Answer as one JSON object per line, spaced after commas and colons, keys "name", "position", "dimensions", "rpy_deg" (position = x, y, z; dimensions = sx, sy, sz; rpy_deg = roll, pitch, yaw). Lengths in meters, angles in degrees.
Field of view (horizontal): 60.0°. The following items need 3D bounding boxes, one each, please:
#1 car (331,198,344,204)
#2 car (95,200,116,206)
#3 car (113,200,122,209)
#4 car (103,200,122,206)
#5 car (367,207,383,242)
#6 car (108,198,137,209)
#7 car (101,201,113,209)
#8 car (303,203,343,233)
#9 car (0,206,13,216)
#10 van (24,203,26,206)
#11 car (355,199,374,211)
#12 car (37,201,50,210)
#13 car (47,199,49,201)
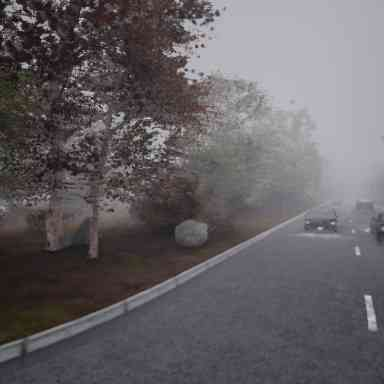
{"name": "car", "position": [25.370, 1.695, 57.962], "dimensions": [2.033, 1.411, 5.357], "rpy_deg": [0, 0, 25]}
{"name": "car", "position": [-22.247, 2.782, 85.521], "dimensions": [4.792, 1.488, 2.163], "rpy_deg": [0, 0, 25]}
{"name": "car", "position": [-17.044, 2.671, 65.553], "dimensions": [5.008, 1.535, 2.097], "rpy_deg": [0, 0, 25]}
{"name": "car", "position": [-21.105, 2.785, 88.086], "dimensions": [4.674, 1.452, 2.002], "rpy_deg": [0, 0, 25]}
{"name": "car", "position": [9.990, 1.660, 16.454], "dimensions": [1.895, 1.301, 4.718], "rpy_deg": [0, 0, 25]}
{"name": "car", "position": [-14.761, 2.427, 70.614], "dimensions": [5.566, 2.045, 2.435], "rpy_deg": [0, 0, 25]}
{"name": "car", "position": [-18.200, 2.669, 63.029], "dimensions": [4.892, 1.521, 2.231], "rpy_deg": [0, 0, 25]}
{"name": "car", "position": [8.167, 1.633, 20.766], "dimensions": [2.033, 1.411, 5.357], "rpy_deg": [0, 0, 25]}
{"name": "car", "position": [-26.309, 2.683, 45.375], "dimensions": [4.674, 1.452, 2.002], "rpy_deg": [0, 0, 25]}
{"name": "van", "position": [-25.044, 2.419, 47.848], "dimensions": [4.442, 1.987, 1.878], "rpy_deg": [0, 0, 25]}
{"name": "car", "position": [21.601, 1.587, 41.723], "dimensions": [1.882, 1.535, 5.008], "rpy_deg": [0, 0, 25]}
{"name": "car", "position": [-22.861, 2.683, 52.953], "dimensions": [4.792, 1.488, 2.163], "rpy_deg": [0, 0, 25]}
{"name": "car", "position": [-30.484, 2.487, 67.708], "dimensions": [5.566, 2.045, 2.435], "rpy_deg": [0, 0, 25]}
